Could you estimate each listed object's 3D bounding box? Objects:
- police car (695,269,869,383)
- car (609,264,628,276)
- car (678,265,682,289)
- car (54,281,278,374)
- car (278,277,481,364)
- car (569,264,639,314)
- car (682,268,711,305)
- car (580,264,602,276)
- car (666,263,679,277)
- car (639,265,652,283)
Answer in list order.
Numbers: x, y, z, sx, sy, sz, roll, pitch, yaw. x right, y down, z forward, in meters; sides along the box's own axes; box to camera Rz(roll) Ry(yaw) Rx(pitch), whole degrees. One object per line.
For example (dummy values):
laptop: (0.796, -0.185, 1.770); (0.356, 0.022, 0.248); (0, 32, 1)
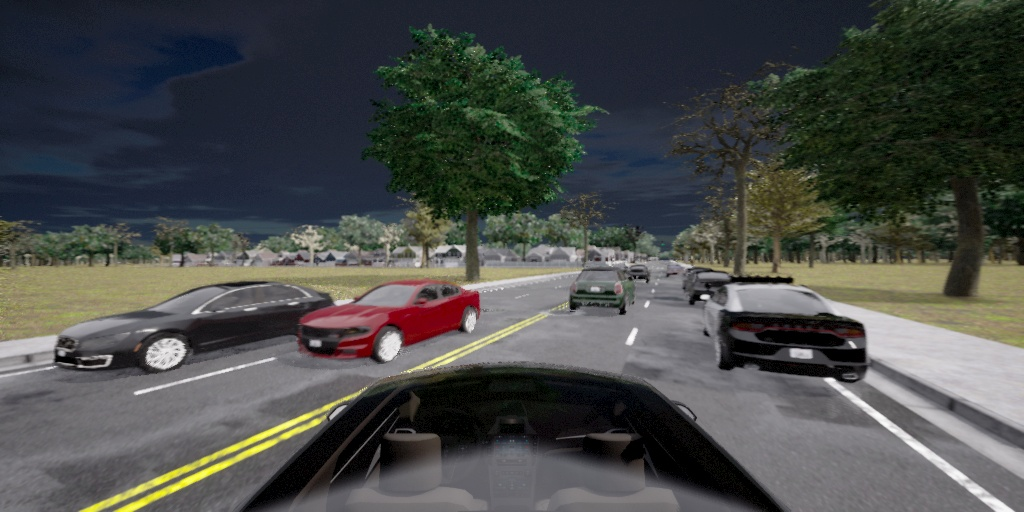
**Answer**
police car: (5.178, 1.222, 7.527); (1.930, 1.638, 5.238); (-1, -1, 23)
car: (14.159, 1.765, 47.303); (1.837, 1.490, 4.892); (-1, -1, 23)
car: (11.495, 1.453, 22.107); (1.837, 1.490, 4.892); (-1, -1, 23)
car: (-6.381, 1.357, 8.077); (1.837, 1.490, 4.892); (-1, -1, 23)
car: (-2.551, 1.321, 8.746); (1.882, 1.535, 5.008); (-1, -1, 23)
car: (3.850, 1.242, 14.840); (2.097, 1.767, 4.553); (-1, -1, 23)
car: (9.110, 1.395, 16.601); (1.837, 1.490, 4.892); (-1, -1, 23)
car: (10.363, 1.771, 46.718); (1.837, 1.490, 4.892); (-1, -1, 23)
car: (18.687, 1.711, 41.132); (2.033, 1.411, 5.357); (-1, -1, 24)
car: (11.570, 1.585, 32.650); (1.837, 1.490, 4.892); (-1, -1, 23)
